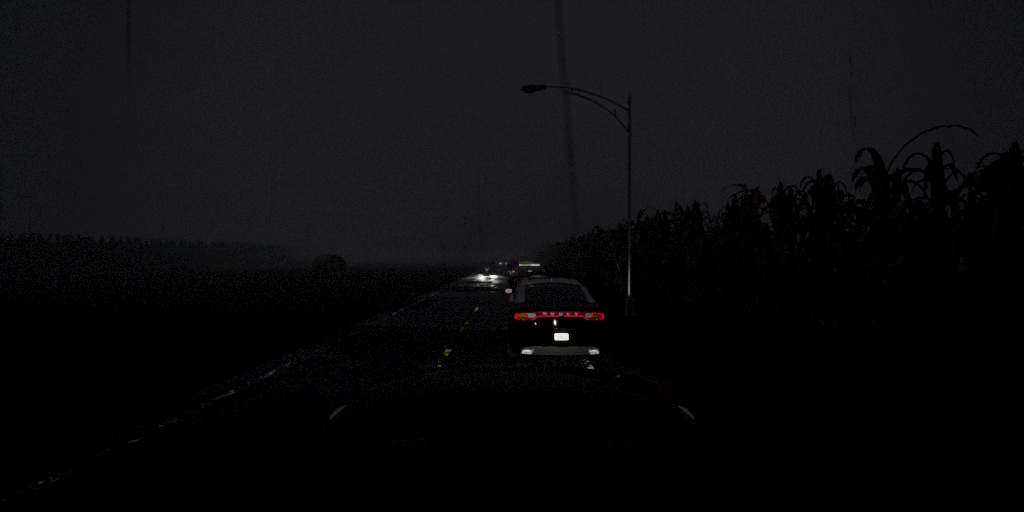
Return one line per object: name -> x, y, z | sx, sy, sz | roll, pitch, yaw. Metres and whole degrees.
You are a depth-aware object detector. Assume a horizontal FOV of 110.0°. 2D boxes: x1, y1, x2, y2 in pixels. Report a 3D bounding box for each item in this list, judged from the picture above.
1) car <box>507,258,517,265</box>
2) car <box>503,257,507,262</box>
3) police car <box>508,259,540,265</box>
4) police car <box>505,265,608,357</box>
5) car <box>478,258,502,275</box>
car -> 0.926, 1.084, 24.568 | 2.097, 1.767, 4.553 | 0, 0, 0
car -> 0.275, 1.179, 51.222 | 2.128, 1.511, 4.902 | 0, 0, 1
police car -> 0.901, 1.166, 18.709 | 1.930, 1.638, 5.238 | 0, 0, 0
police car -> 0.858, 1.173, 8.709 | 1.930, 1.638, 5.238 | 0, 0, 0
car -> -2.585, 1.204, 39.258 | 2.128, 1.511, 4.902 | 0, 0, 0
